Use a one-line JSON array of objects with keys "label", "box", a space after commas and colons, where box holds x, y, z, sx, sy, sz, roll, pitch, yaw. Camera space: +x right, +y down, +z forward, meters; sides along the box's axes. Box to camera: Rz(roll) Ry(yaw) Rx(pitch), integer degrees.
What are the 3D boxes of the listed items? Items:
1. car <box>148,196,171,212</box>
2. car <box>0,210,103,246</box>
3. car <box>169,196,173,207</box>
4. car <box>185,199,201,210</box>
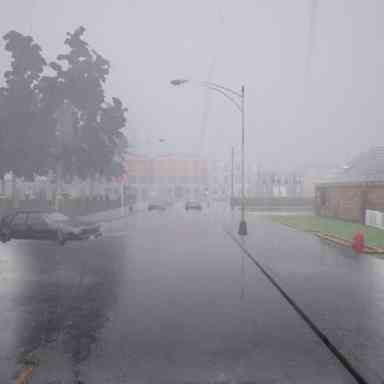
[{"label": "car", "box": [-4.035, 1.547, 39.743, 2.033, 1.411, 5.357, 0, 0, 0]}, {"label": "car", "box": [-6.767, 1.547, 15.078, 5.357, 1.411, 2.033, 0, 0, 19]}, {"label": "car", "box": [-3.986, 1.352, 49.891, 2.097, 1.767, 4.553, 0, 0, 1]}, {"label": "car", "box": [0.168, 1.564, 42.709, 1.994, 1.385, 4.181, 0, 0, 0]}]
